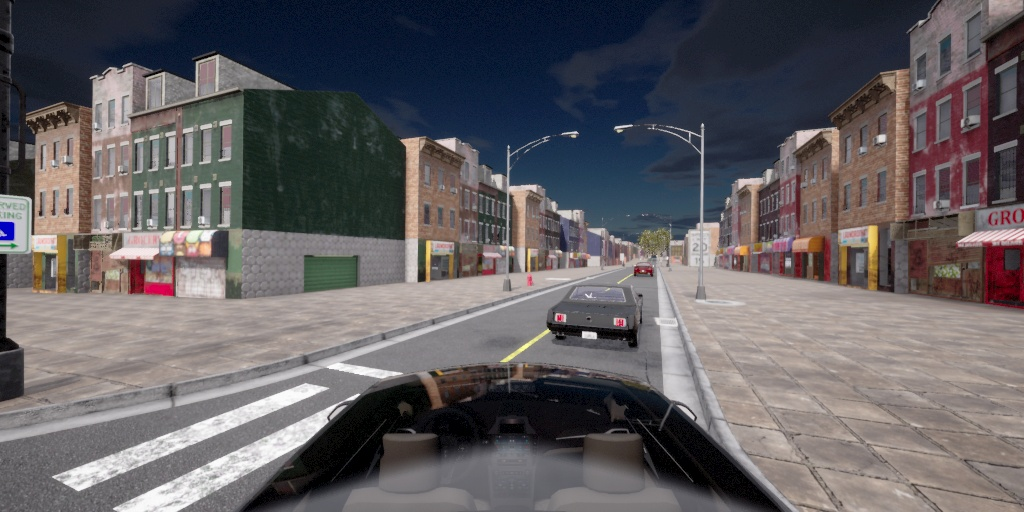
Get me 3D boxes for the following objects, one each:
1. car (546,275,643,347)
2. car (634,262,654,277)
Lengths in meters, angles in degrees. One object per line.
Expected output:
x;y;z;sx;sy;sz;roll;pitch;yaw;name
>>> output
2.431;1.345;9.442;1.895;1.301;4.718;1;0;22;car
14.300;1.394;38.841;1.882;1.535;5.008;1;0;22;car
